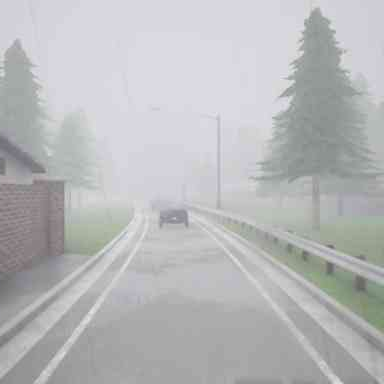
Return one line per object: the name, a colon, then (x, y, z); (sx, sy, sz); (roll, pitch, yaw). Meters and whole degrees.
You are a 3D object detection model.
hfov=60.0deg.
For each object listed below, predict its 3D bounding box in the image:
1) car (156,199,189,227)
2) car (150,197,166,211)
car: (-1.329, 1.475, 22.919); (1.882, 1.535, 5.008); (0, 0, -6)
car: (-4.115, 1.351, 41.865); (2.097, 1.767, 4.553); (0, 0, -9)
